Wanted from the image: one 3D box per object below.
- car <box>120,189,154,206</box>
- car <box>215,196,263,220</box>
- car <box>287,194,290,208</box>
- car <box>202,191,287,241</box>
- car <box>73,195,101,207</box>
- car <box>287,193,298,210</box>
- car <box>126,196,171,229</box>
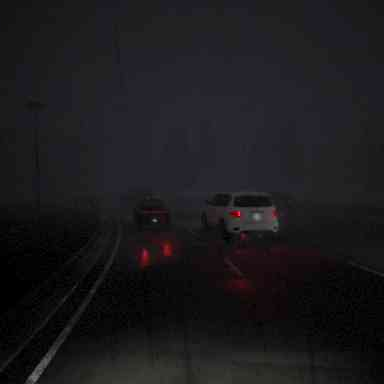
[{"bbox_3d":[-6.299,0.659,38.075,2.150,2.045,5.566,0,1,-36],"label":"car"},{"bbox_3d":[3.367,1.119,24.770,1.812,1.442,4.674,0,1,-16],"label":"car"},{"bbox_3d":[5.847,1.059,29.116,2.033,1.411,5.357,-1,1,-20],"label":"car"},{"bbox_3d":[2.003,0.969,15.431,2.150,2.045,5.566,0,1,-11],"label":"car"},{"bbox_3d":[-12.647,1.005,40.002,1.994,1.385,4.181,-1,1,-44],"label":"car"},{"bbox_3d":[8.232,0.799,32.437,2.097,1.767,4.553,-1,1,-18],"label":"car"},{"bbox_3d":[-2.456,1.201,19.307,2.128,1.511,4.902,0,1,-13],"label":"car"}]
